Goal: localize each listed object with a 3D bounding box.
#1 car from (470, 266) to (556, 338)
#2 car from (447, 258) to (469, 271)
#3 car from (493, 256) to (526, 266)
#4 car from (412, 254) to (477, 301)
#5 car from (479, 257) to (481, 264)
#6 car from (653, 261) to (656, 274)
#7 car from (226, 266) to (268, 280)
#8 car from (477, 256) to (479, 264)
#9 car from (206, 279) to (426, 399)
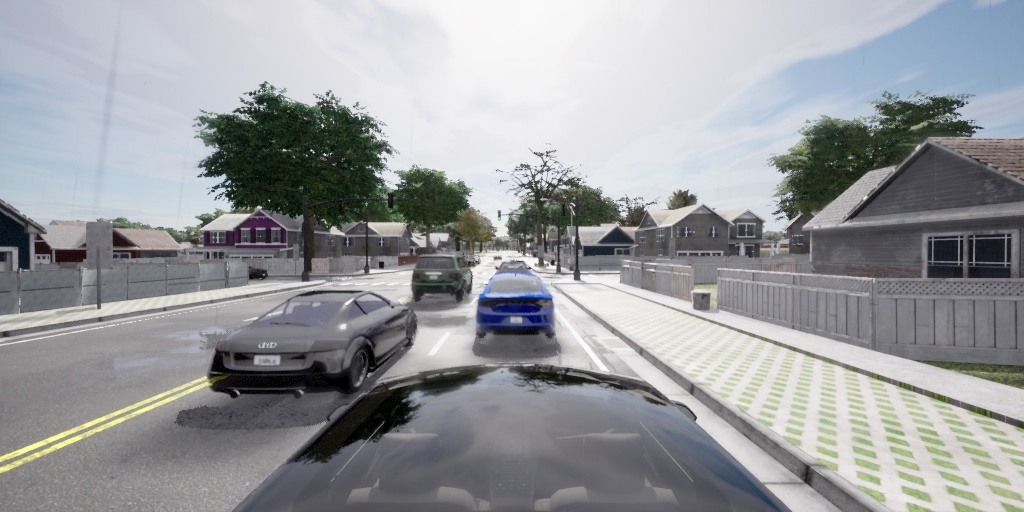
[{"bbox_3d":[0.087,1.211,10.197,1.882,1.535,5.008,0,0,0],"label":"car"},{"bbox_3d":[-6.663,1.011,44.800,2.033,1.411,5.357,0,1,0],"label":"car"},{"bbox_3d":[0.072,1.026,20.808,2.097,1.767,4.553,0,0,0],"label":"car"},{"bbox_3d":[-3.175,0.923,17.191,2.150,2.045,5.566,0,1,0],"label":"car"},{"bbox_3d":[-6.652,0.728,64.518,2.033,1.411,5.357,0,1,0],"label":"car"},{"bbox_3d":[12.675,1.095,32.532,4.718,1.301,1.895,0,1,1],"label":"car"},{"bbox_3d":[-22.624,1.267,29.215,5.008,1.535,1.882,0,1,3],"label":"car"},{"bbox_3d":[-6.661,0.715,54.238,2.097,1.767,4.553,0,1,0],"label":"car"},{"bbox_3d":[-3.157,1.308,6.632,1.994,1.385,4.181,0,0,0],"label":"car"}]
